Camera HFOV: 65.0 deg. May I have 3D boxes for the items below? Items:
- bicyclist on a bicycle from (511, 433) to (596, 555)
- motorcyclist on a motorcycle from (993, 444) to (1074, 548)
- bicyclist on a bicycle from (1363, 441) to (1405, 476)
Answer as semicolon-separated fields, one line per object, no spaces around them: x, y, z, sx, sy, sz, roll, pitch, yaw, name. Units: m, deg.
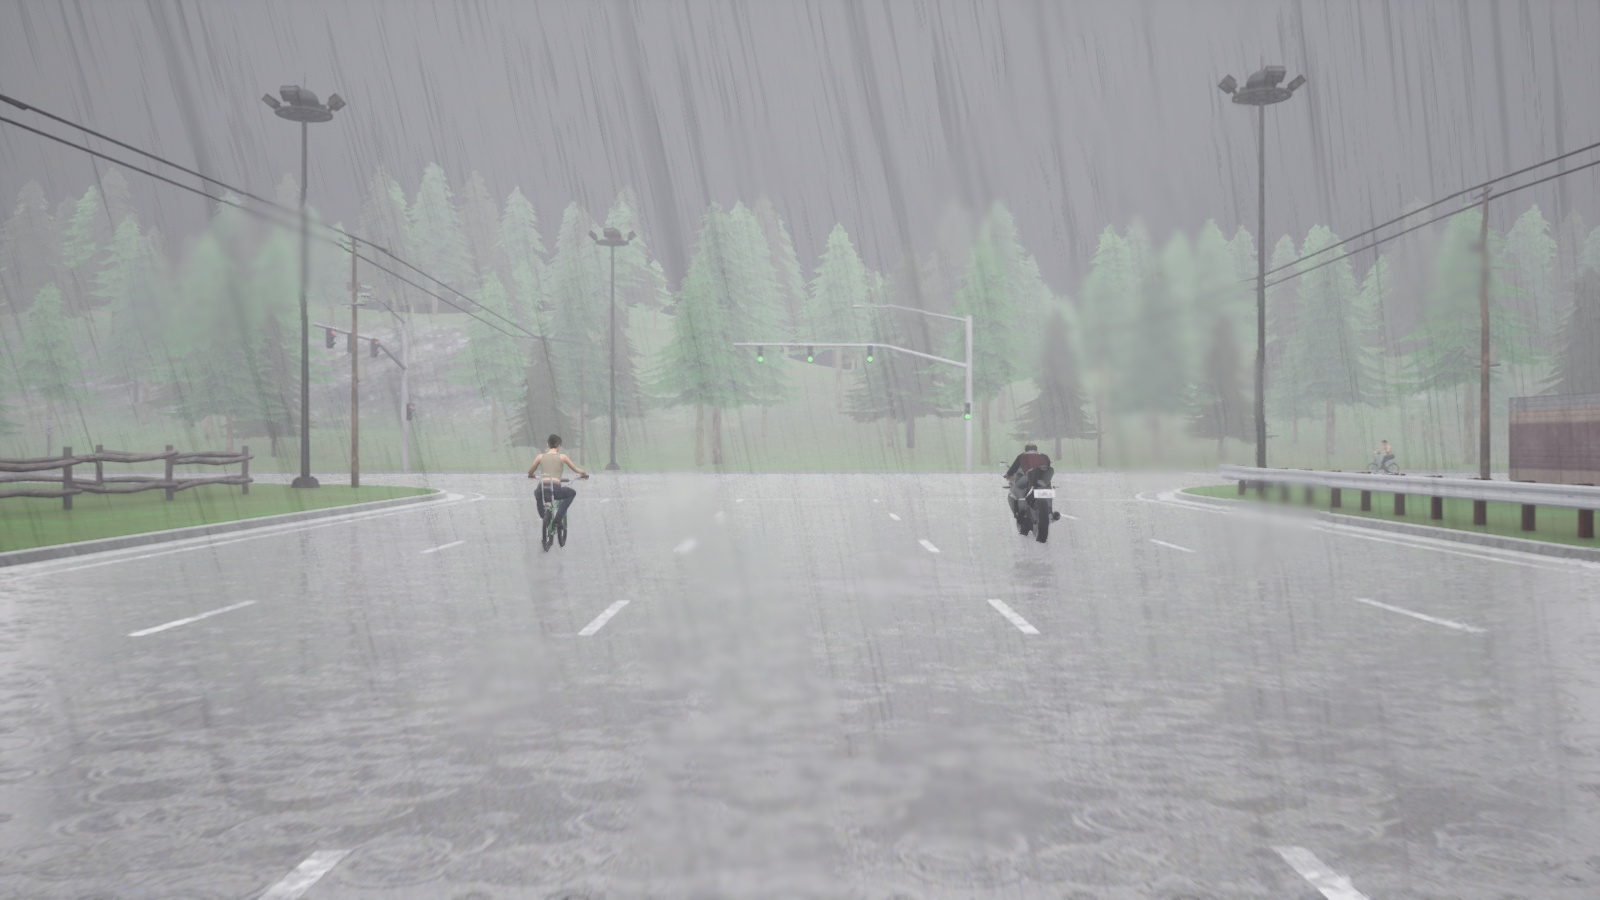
-3.391;0.582;17.387;0.866;1.612;1.509;0;0;1;bicyclist on a bicycle
3.628;0.673;19.678;0.866;1.530;2.191;0;0;0;motorcyclist on a motorcycle
26.984;0.378;58.042;1.509;1.612;0.866;0;0;1;bicyclist on a bicycle
